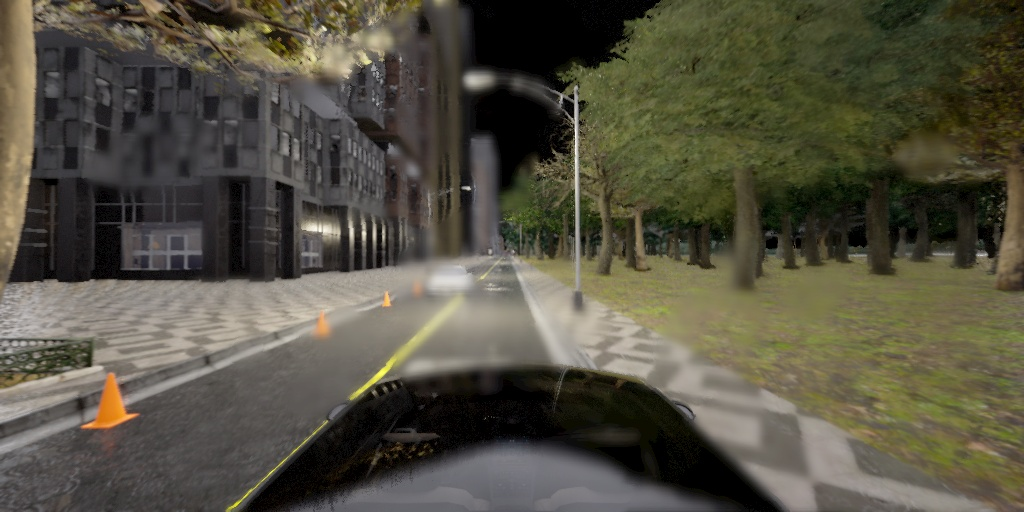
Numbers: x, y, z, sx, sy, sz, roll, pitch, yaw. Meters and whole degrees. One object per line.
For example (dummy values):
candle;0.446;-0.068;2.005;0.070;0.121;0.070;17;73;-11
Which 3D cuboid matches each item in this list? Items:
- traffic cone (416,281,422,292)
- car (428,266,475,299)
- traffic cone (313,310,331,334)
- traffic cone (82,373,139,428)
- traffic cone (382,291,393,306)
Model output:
traffic cone;-5.071;1.661;19.386;0.340;0.580;0.340;0;0;-1
car;-2.876;1.227;17.830;1.812;1.442;4.674;0;0;-1
traffic cone;-4.956;1.714;9.385;0.340;0.580;0.340;0;0;-1
traffic cone;-4.900;1.728;4.385;0.340;0.580;0.340;0;0;-1
traffic cone;-5.014;1.689;14.385;0.340;0.580;0.340;0;0;-1
